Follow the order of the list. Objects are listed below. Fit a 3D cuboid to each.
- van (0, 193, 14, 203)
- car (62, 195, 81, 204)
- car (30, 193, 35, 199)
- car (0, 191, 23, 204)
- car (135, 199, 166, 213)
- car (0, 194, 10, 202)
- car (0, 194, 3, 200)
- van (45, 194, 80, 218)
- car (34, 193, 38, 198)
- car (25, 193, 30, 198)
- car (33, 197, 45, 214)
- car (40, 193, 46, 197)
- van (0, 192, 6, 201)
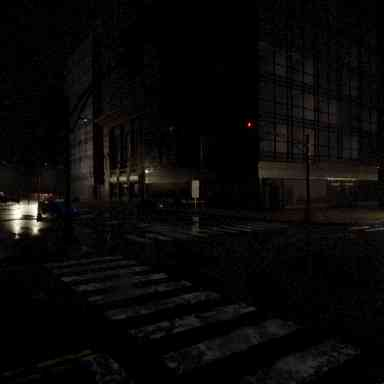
[{"bbox_3d":[-34.140,1.036,61.296,1.690,1.788,3.998,0,1,-35],"label":"van"},{"bbox_3d":[-20.649,1.200,57.023,1.887,1.381,4.507,0,1,-35],"label":"car"},{"bbox_3d":[-37.002,0.908,80.051,1.967,1.590,4.097,0,1,-35],"label":"car"},{"bbox_3d":[-30.870,1.047,56.690,2.192,1.841,5.009,0,1,-35],"label":"car"},{"bbox_3d":[-4.296,1.383,33.993,1.947,1.339,4.313,-1,1,-35],"label":"car"},{"bbox_3d":[-37.409,1.201,65.903,1.887,1.381,4.507,0,1,-35],"label":"car"},{"bbox_3d":[-43.951,1.147,75.114,1.947,1.339,4.313,0,1,-35],"label":"car"},{"bbox_3d":[-11.248,1.272,29.056,1.690,1.788,3.998,-1,1,-35],"label":"van"},{"bbox_3d":[-33.731,1.056,75.446,2.008,1.369,4.403,0,1,-35],"label":"car"},{"bbox_3d":[-40.273,0.981,84.657,2.008,1.369,4.403,0,1,-35],"label":"car"},{"bbox_3d":[-14.517,1.483,33.664,1.802,1.307,4.206,-1,1,-35],"label":"car"},{"bbox_3d":[-30.461,1.125,70.841,1.802,1.307,4.206,0,1,-35],"label":"car"},{"bbox_3d":[-40.680,0.960,70.507,1.690,1.788,3.998,0,1,-35],"label":"van"}]
